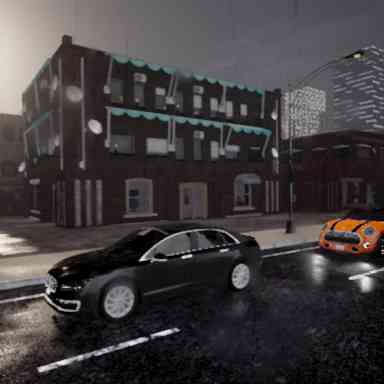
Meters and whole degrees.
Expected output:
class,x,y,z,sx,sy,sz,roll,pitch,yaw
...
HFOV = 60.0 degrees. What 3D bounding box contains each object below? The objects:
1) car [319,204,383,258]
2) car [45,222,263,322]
class,x,y,z,sx,sy,sz,roll,pitch,yaw
car,6.831,1.271,12.550,4.553,1.767,2.097,0,0,-36
car,-0.557,1.481,7.279,4.892,1.490,1.837,0,0,-36
